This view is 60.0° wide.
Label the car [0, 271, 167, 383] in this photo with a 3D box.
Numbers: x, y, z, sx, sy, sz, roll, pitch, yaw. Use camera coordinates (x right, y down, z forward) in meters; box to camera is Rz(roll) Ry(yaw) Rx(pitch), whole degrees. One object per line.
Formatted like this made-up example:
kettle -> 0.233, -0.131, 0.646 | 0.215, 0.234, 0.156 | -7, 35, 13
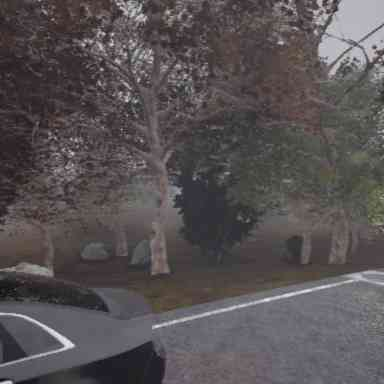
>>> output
car -> -2.543, 1.483, 2.358 | 4.892, 1.490, 1.837 | 0, 0, -33
